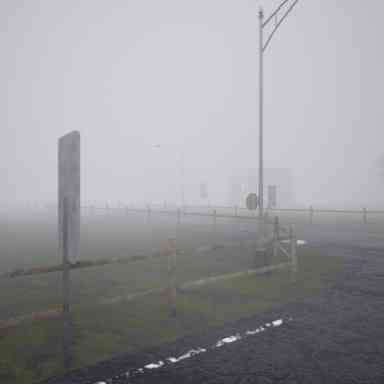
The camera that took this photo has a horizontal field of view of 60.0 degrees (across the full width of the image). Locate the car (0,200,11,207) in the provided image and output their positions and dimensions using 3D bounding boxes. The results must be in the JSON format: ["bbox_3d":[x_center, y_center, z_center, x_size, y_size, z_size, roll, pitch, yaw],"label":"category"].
[{"bbox_3d":[-43.081,2.664,75.836,5.008,1.535,1.882,-1,-1,40],"label":"car"}]

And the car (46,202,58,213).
[{"bbox_3d":[-20.143,2.246,49.490,2.128,1.511,4.902,0,-1,-42],"label":"car"}]
